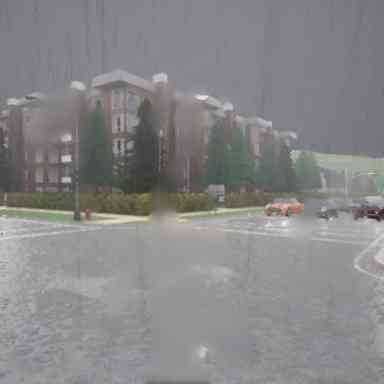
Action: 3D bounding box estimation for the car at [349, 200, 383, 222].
[{"bbox_3d":[14.175,1.571,26.519,1.895,1.301,4.718,1,0,35],"label":"car"}]

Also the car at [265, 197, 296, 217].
[{"bbox_3d":[8.351,1.269,30.386,2.097,1.767,4.553,1,0,35],"label":"car"}]

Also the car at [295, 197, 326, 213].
[{"bbox_3d":[13.553,1.407,37.804,2.128,1.511,4.902,1,0,35],"label":"car"}]

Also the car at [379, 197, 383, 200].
[{"bbox_3d":[19.379,1.496,33.924,1.812,1.442,4.674,1,0,35],"label":"car"}]

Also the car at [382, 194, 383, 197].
[{"bbox_3d":[25.495,1.191,42.604,2.150,2.045,5.566,1,0,36],"label":"car"}]

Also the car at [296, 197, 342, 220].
[{"bbox_3d":[10.542,1.296,27.428,2.097,1.767,4.553,1,0,35],"label":"car"}]

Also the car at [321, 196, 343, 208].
[{"bbox_3d":[19.564,1.393,46.336,1.882,1.535,5.008,1,0,35],"label":"car"}]

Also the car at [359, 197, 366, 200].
[{"bbox_3d":[21.720,1.434,43.335,2.128,1.511,4.902,1,0,36],"label":"car"}]

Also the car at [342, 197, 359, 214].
[{"bbox_3d":[15.777,1.448,34.889,1.837,1.490,4.892,1,0,35],"label":"car"}]
